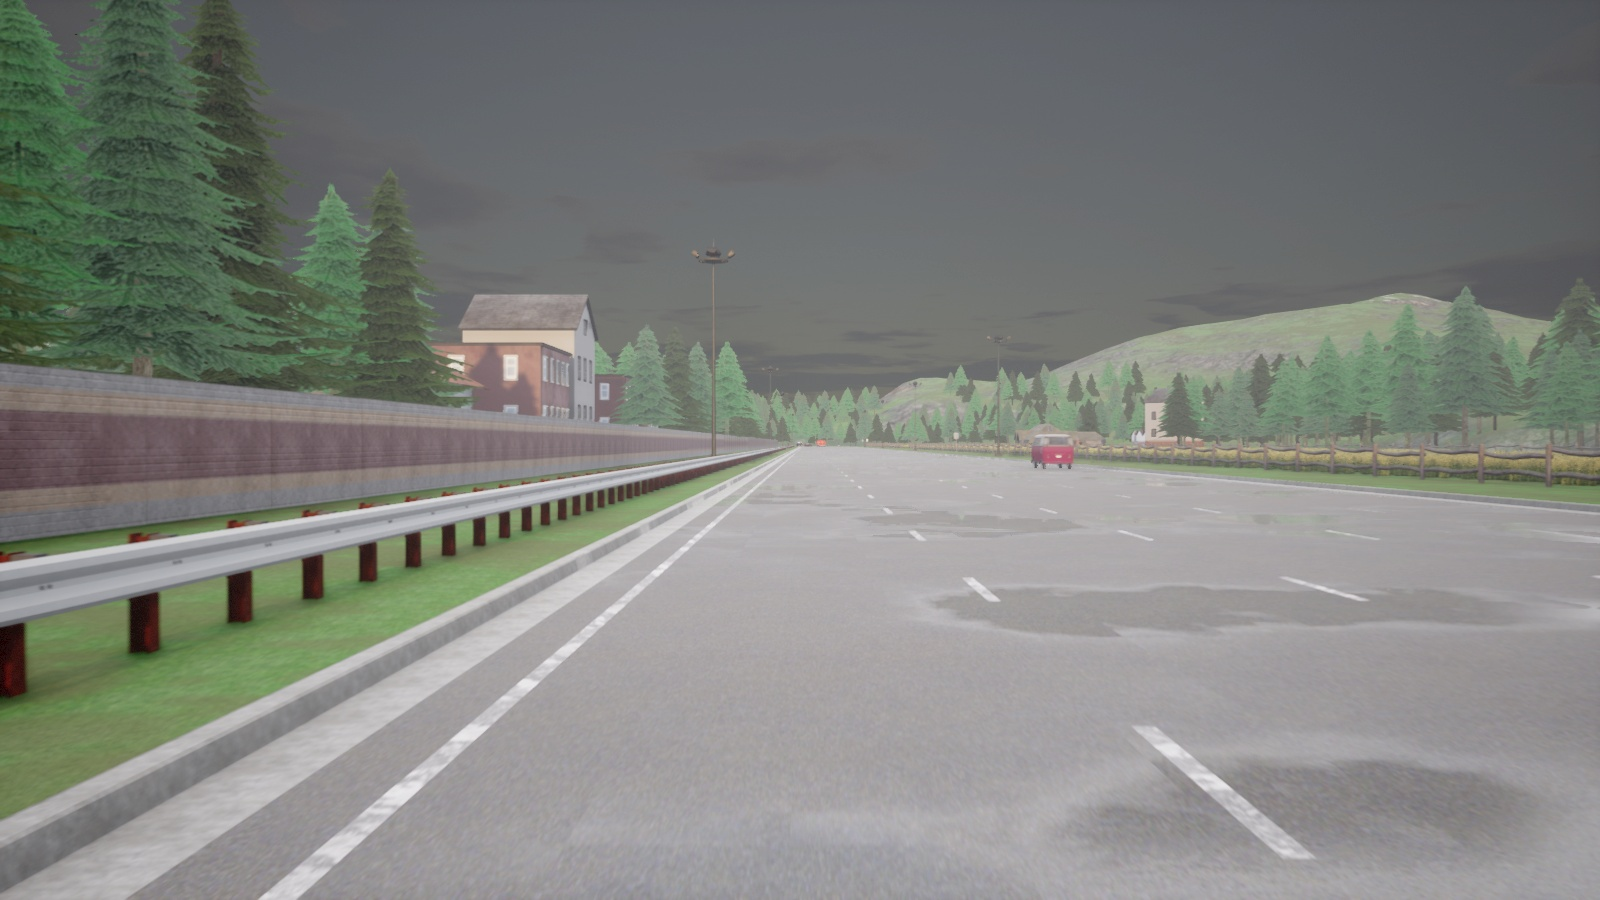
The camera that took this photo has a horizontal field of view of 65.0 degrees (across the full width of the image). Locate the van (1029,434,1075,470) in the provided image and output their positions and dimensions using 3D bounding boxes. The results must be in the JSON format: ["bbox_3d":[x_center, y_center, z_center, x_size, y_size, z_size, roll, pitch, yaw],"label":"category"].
[{"bbox_3d":[14.433,0.104,72.226,1.775,1.987,4.442,0,0,0],"label":"van"}]
